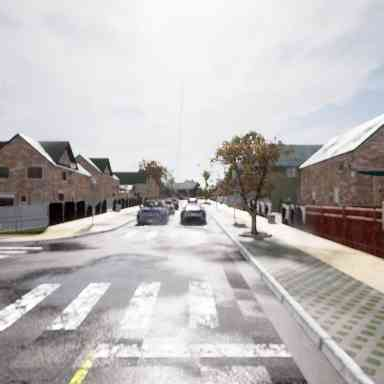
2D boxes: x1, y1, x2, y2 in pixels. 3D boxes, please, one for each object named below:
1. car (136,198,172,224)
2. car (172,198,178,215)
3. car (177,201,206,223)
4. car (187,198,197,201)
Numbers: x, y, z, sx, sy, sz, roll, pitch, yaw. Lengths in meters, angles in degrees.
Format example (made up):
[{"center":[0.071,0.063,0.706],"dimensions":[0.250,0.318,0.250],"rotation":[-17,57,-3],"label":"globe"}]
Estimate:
[{"center":[-2.857,1.420,25.062],"dimensions":[2.097,1.767,4.553],"rotation":[0,0,0],"label":"car"},{"center":[-2.854,1.616,35.752],"dimensions":[1.837,1.490,4.892],"rotation":[0,0,0],"label":"car"},{"center":[0.090,1.637,26.382],"dimensions":[1.994,1.385,4.181],"rotation":[0,0,0],"label":"car"},{"center":[0.078,1.847,64.224],"dimensions":[1.994,1.385,4.181],"rotation":[0,0,0],"label":"car"}]
